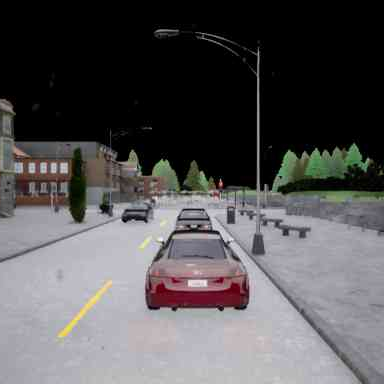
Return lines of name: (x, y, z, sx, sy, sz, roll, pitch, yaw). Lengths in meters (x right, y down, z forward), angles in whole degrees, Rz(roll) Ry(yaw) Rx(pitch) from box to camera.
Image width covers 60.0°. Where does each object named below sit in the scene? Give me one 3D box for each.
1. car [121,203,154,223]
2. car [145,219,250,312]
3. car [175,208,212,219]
car: (-4.045, 1.548, 25.596, 2.033, 1.411, 5.357, 0, 0, 0)
car: (0.091, 1.564, 7.819, 1.994, 1.385, 4.181, 0, 0, 0)
car: (0.074, 1.547, 17.055, 2.033, 1.411, 5.357, 0, 0, 0)
